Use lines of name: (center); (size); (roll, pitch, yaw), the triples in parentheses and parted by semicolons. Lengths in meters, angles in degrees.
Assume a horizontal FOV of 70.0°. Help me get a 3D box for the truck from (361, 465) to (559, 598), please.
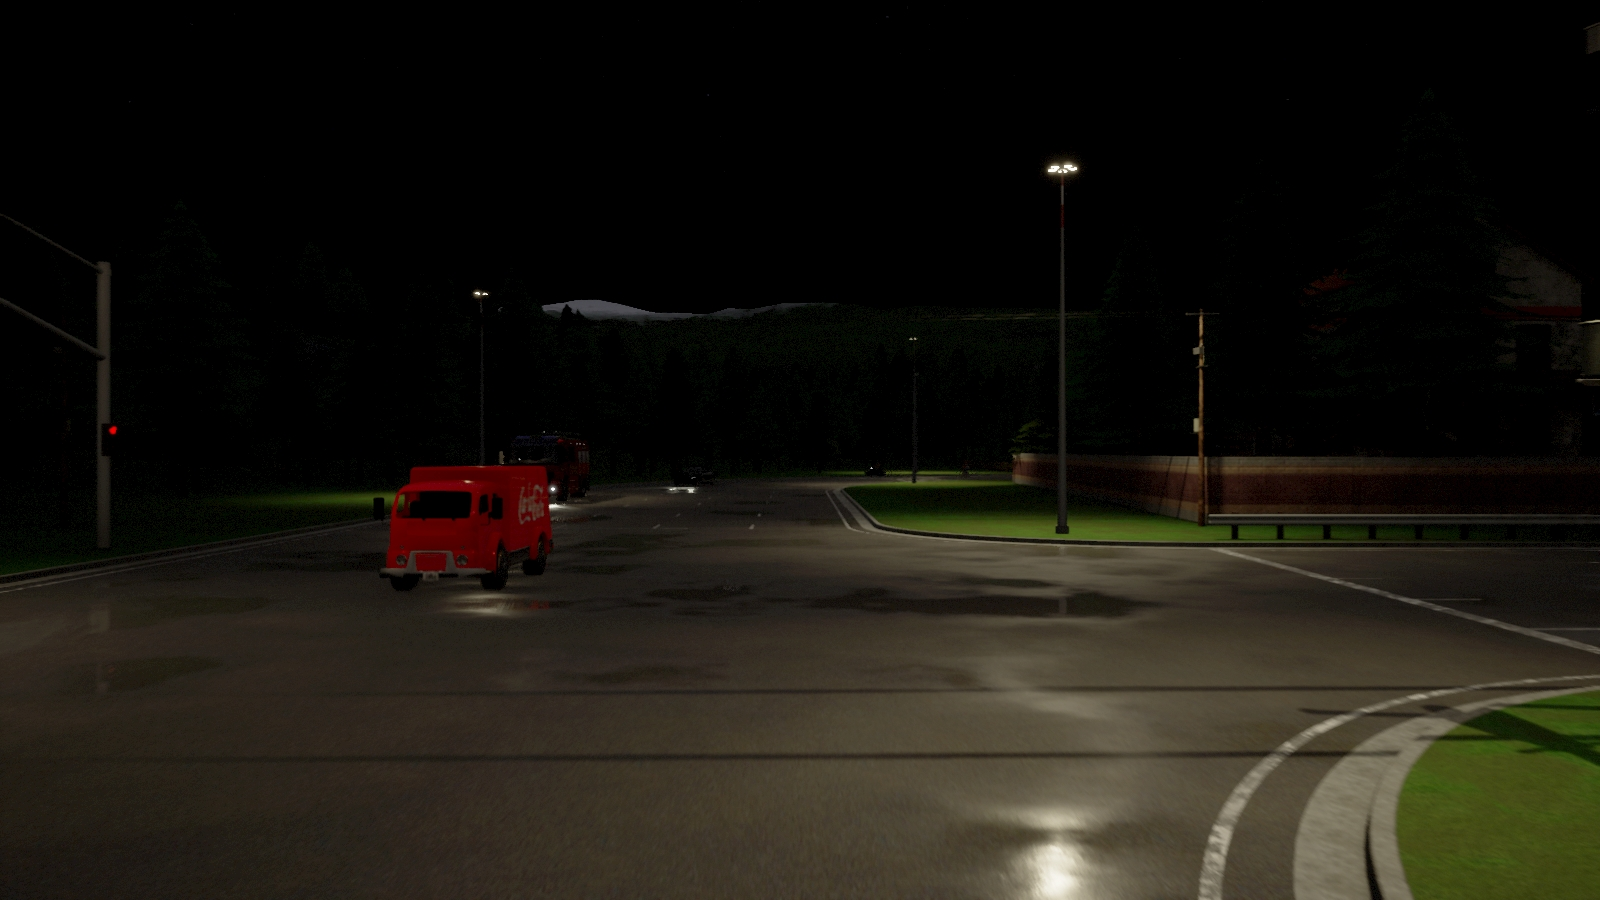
truck: (-6.989, 1.570, 24.255); (2.627, 2.467, 5.204); (0, 0, 0)
